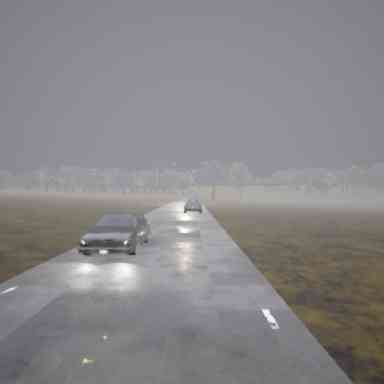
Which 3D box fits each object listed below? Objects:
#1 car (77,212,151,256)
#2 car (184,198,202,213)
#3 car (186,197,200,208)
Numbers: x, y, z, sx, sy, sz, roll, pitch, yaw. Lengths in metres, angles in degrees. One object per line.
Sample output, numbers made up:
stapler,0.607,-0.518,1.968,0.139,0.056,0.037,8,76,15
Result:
car,-2.773,1.509,13.169,2.033,1.411,5.357,0,0,1
car,0.108,1.537,36.444,1.994,1.385,4.181,0,0,1
car,0.125,1.573,51.329,2.033,1.411,5.357,0,0,-1
